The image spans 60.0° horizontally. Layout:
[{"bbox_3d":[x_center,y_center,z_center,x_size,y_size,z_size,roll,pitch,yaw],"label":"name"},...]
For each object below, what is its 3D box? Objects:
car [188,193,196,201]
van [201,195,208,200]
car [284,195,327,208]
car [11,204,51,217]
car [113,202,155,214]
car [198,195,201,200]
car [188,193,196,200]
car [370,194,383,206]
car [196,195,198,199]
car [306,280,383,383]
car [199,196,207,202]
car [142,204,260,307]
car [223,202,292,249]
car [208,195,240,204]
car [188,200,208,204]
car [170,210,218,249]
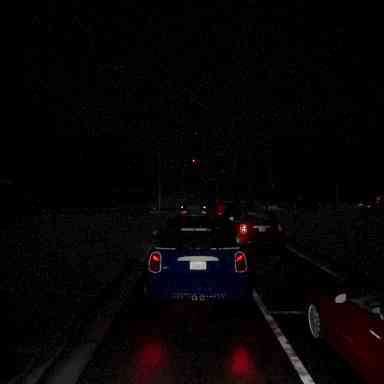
[{"bbox_3d":[0.045,1.371,92.197,2.150,2.045,5.566,0,0,0],"label":"car"},{"bbox_3d":[2.650,1.382,51.572,1.690,1.788,3.998,-1,0,0],"label":"van"},{"bbox_3d":[13.589,1.132,39.904,4.892,1.490,1.837,-1,1,0],"label":"car"},{"bbox_3d":[-18.162,2.026,36.958,4.674,1.442,1.812,-2,1,0],"label":"car"},{"bbox_3d":[-6.400,1.763,37.439,4.718,1.301,1.895,-2,1,-7],"label":"car"},{"bbox_3d":[2.652,1.366,56.978,2.192,1.841,5.009,-1,0,0],"label":"car"},{"bbox_3d":[0.040,1.468,81.947,2.097,1.767,4.553,0,0,0],"label":"car"},{"bbox_3d":[23.871,0.732,39.902,4.553,1.767,2.097,-1,1,0],"label":"car"},{"bbox_3d":[2.665,1.654,78.603,2.008,1.369,4.403,-1,0,0],"label":"car"},{"bbox_3d":[2.631,1.581,3.601,1.802,1.307,4.206,-1,0,0],"label":"car"},{"bbox_3d":[2.668,1.664,84.010,1.887,1.381,4.507,-1,0,0],"label":"car"},{"bbox_3d":[0.073,1.352,8.156,2.097,1.767,4.553,0,0,-1],"label":"car"},{"bbox_3d":[2.634,1.441,14.406,1.967,1.590,4.097,-1,0,0],"label":"car"},{"bbox_3d":[2.637,1.323,25.210,2.192,1.841,5.009,-1,0,0],"label":"car"},{"bbox_3d":[0.114,1.572,25.503,1.994,1.385,4.181,0,0,-1],"label":"car"},{"bbox_3d":[0.102,1.603,15.491,1.895,1.301,4.718,0,0,0],"label":"car"}]
